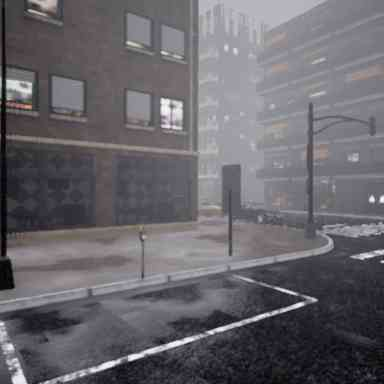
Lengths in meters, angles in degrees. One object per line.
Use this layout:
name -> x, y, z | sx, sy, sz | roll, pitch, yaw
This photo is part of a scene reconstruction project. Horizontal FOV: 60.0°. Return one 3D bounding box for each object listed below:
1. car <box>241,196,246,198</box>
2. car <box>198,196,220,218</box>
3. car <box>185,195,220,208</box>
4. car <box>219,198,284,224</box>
car -> 4.478, 1.097, 36.680 | 1.967, 1.590, 4.097 | 1, 0, -36
car -> 1.064, 1.249, 27.135 | 1.752, 1.417, 4.829 | 1, 0, -36
car -> 1.196, 1.131, 41.180 | 2.008, 1.369, 4.403 | 1, 0, -36
car -> 4.242, 1.349, 22.773 | 2.008, 1.369, 4.403 | 1, 0, -36
